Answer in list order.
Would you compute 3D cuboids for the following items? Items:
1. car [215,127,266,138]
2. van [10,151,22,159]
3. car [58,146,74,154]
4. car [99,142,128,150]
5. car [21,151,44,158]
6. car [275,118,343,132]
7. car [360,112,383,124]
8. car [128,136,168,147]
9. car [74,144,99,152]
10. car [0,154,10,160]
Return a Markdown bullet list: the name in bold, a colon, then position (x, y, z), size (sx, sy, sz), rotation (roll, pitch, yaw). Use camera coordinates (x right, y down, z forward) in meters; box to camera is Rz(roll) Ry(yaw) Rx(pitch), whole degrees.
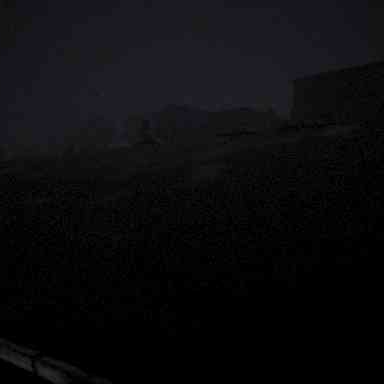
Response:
- **car**: position (4.055, -4.488, 26.707), size (4.892, 1.521, 2.231), rotation (2, 1, 42)
- **van**: position (-28.537, -5.937, 56.301), size (4.442, 1.987, 1.878), rotation (2, 1, 42)
- **car**: position (-16.391, -5.403, 45.272), size (4.553, 1.767, 2.185), rotation (2, 1, 42)
- **car**: position (-8.108, -4.921, 37.751), size (4.674, 1.452, 2.002), rotation (2, 1, 42)
- **car**: position (-24.547, -5.572, 52.677), size (4.892, 1.521, 2.231), rotation (2, 1, 42)
- **car**: position (8.145, -4.316, 23.004), size (4.892, 1.521, 2.231), rotation (2, 2, 42)
- **car**: position (12.324, -4.086, 19.362), size (4.674, 1.452, 2.002), rotation (3, 2, 41)
- **car**: position (-4.039, -4.930, 34.057), size (4.553, 1.767, 2.185), rotation (2, 1, 42)
- **car**: position (-12.305, -5.249, 41.563), size (4.553, 1.767, 2.185), rotation (2, 1, 42)
- **car**: position (-32.718, -5.810, 60.098), size (4.674, 1.452, 2.002), rotation (2, 1, 42)
